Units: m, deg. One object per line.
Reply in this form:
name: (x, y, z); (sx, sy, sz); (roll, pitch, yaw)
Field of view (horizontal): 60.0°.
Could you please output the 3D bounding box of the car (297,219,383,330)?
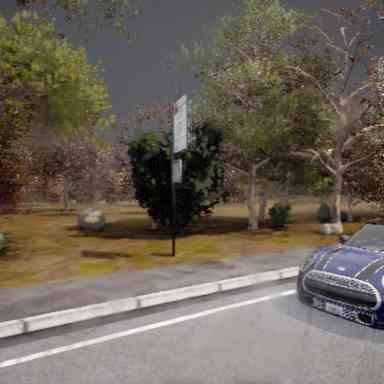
car: (4.236, 1.339, 6.708); (4.553, 1.767, 2.097); (0, 0, -33)
